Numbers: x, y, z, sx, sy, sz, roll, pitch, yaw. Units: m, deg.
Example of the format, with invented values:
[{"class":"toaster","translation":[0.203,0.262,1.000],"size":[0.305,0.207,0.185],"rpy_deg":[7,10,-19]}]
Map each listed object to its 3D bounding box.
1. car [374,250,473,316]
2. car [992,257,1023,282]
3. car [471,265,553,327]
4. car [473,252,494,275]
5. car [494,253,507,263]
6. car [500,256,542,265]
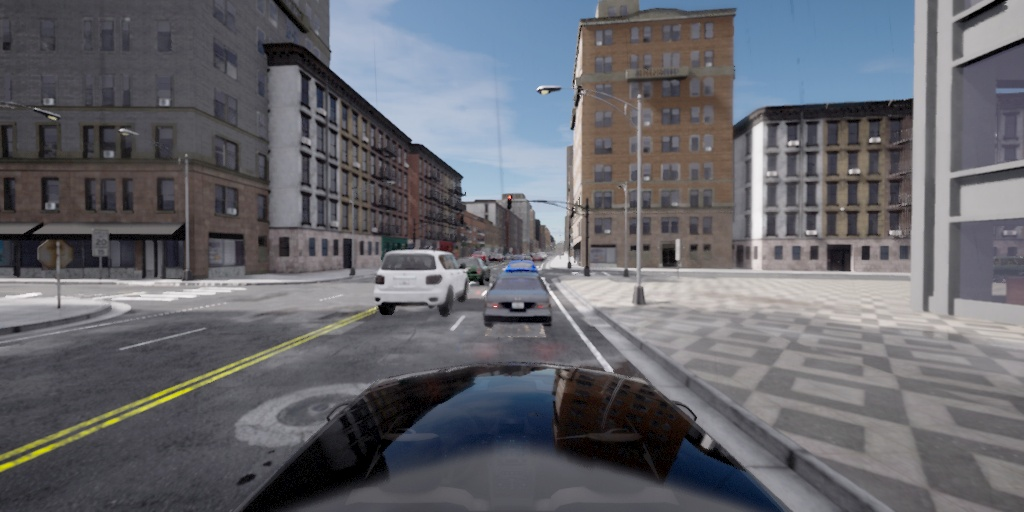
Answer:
[{"class":"car","translation":[-2.954,0.830,12.754],"size":[2.150,2.045,5.566],"rpy_deg":[0,0,1]},{"class":"car","translation":[37.525,1.058,28.362],"size":[5.566,2.045,2.150],"rpy_deg":[1,1,8]},{"class":"car","translation":[0.211,1.180,10.957],"size":[2.033,1.411,5.357],"rpy_deg":[0,1,2]},{"class":"car","translation":[-2.589,0.839,22.775],"size":[2.097,1.767,4.553],"rpy_deg":[0,1,3]},{"class":"car","translation":[-2.689,0.298,61.821],"size":[2.097,1.767,4.553],"rpy_deg":[0,1,8]},{"class":"car","translation":[0.572,0.989,20.797],"size":[1.882,1.535,5.008],"rpy_deg":[0,1,2]}]
